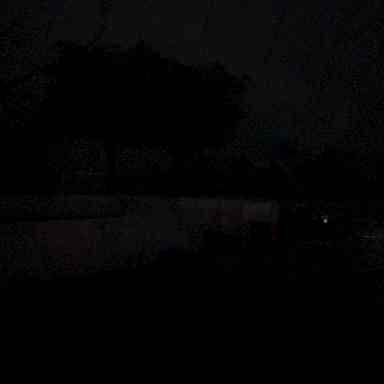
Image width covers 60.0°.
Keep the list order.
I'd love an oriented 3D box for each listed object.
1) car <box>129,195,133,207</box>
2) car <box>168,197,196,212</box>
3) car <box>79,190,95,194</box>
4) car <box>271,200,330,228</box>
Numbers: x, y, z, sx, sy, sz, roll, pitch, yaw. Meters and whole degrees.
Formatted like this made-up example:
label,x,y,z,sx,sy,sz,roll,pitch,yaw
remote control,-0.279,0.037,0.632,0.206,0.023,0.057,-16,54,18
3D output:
label,x,y,z,sx,sy,sz,roll,pitch,yaw
car,-6.678,1.028,36.753,2.033,1.411,5.357,1,0,-36
car,-0.295,1.145,28.029,1.812,1.442,4.674,1,0,-36
car,-15.608,0.525,49.112,1.837,1.490,4.892,1,0,-36
car,5.721,1.252,19.816,2.128,1.511,4.902,1,0,-36
